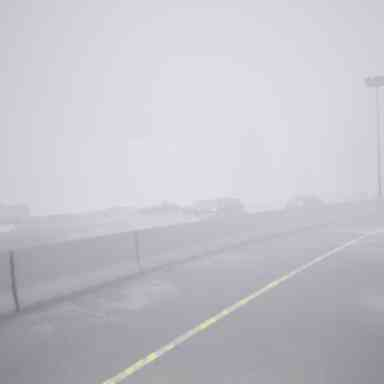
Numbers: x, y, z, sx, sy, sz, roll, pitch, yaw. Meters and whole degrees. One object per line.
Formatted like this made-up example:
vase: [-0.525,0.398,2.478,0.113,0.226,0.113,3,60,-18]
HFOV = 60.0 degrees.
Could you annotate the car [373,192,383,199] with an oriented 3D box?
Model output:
car: [32.918,0.656,56.782,4.718,1.301,1.895,-2,0,-31]

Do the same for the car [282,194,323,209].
car: [10.077,1.036,30.198,4.553,1.767,2.097,-2,0,-44]

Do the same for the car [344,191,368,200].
car: [28.699,0.634,58.228,5.008,1.535,1.882,-2,0,-32]

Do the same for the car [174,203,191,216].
car: [1.071,1.387,31.067,1.882,1.535,5.008,-1,0,44]

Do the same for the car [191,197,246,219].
car: [2.458,1.234,27.437,2.097,1.767,4.553,-1,0,44]

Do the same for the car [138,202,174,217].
car: [-2.899,1.609,31.993,1.895,1.301,4.718,-1,0,43]
